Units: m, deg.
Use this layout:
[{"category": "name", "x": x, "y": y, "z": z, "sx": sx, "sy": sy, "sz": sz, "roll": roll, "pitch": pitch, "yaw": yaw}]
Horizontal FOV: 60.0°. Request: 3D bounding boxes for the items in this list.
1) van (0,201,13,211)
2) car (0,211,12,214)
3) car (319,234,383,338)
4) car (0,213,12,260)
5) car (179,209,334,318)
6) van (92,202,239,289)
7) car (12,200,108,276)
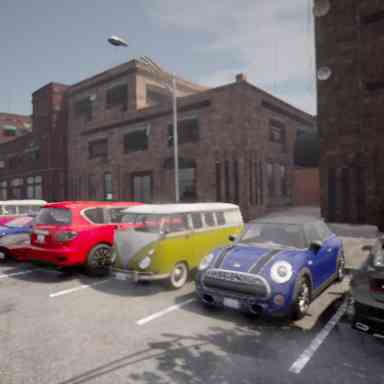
[{"category": "van", "x": -8.803, "y": 1.413, "z": 15.933, "sx": 1.878, "sy": 1.987, "sz": 4.442, "roll": 0, "pitch": 0, "yaw": 38}, {"category": "car", "x": -6.726, "y": 1.660, "z": 14.180, "sx": 2.002, "sy": 1.452, "sz": 4.674, "roll": 0, "pitch": 0, "yaw": 38}, {"category": "car", "x": 4.222, "y": 1.498, "z": 6.113, "sx": 2.231, "sy": 1.521, "sz": 4.892, "roll": -1, "pitch": -1, "yaw": 36}, {"category": "car", "x": -4.655, "y": 1.630, "z": 12.583, "sx": 2.163, "sy": 1.488, "sz": 4.792, "roll": 0, "pitch": 0, "yaw": 37}, {"category": "car", "x": 2.019, "y": 1.400, "z": 7.770, "sx": 2.185, "sy": 1.767, "sz": 4.553, "roll": -1, "pitch": -1, "yaw": 36}, {"category": "van", "x": -0.294, "y": 1.326, "z": 9.279, "sx": 1.878, "sy": 1.987, "sz": 4.442, "roll": -1, "pitch": -1, "yaw": 36}, {"category": "car", "x": -2.428, "y": 1.328, "z": 11.012, "sx": 2.435, "sy": 2.045, "sz": 5.566, "roll": -1, "pitch": 0, "yaw": 37}]
